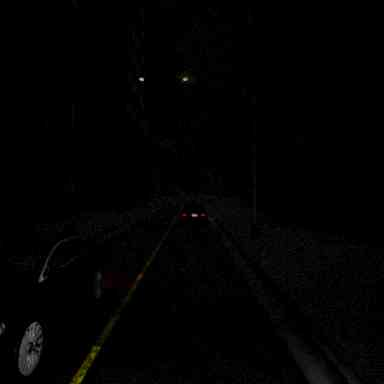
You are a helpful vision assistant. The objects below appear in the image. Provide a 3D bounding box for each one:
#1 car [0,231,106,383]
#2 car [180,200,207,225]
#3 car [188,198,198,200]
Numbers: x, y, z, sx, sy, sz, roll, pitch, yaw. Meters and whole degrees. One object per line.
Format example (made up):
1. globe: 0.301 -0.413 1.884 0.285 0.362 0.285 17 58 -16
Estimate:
1. car: -2.839 1.491 5.538 2.128 1.511 4.902 0 0 0
2. car: 0.107 1.524 23.668 2.033 1.411 5.357 0 0 0
3. car: 0.111 1.488 41.939 1.994 1.385 4.181 0 0 0
